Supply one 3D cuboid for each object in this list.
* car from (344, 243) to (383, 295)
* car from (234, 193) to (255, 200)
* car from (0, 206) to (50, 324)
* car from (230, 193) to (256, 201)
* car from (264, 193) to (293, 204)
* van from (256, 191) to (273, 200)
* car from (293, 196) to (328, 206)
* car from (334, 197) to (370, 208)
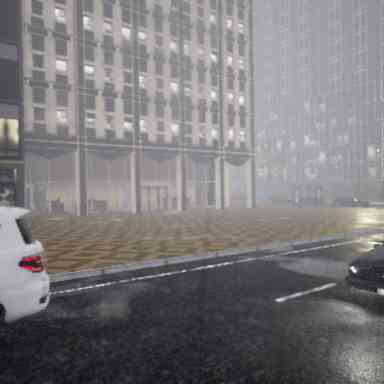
[{"bbox_3d":[5.839,1.515,7.870,5.357,1.411,2.033,0,0,-36],"label":"car"},{"bbox_3d":[11.030,0.886,70.148,1.802,1.307,4.206,-1,1,-34],"label":"car"},{"bbox_3d":[-4.823,1.232,4.233,5.566,2.045,2.150,0,0,-36],"label":"car"},{"bbox_3d":[9.154,1.063,62.758,1.895,1.301,4.718,-1,1,-34],"label":"car"},{"bbox_3d":[13.719,1.186,51.320,1.947,1.339,4.313,-1,1,-34],"label":"car"},{"bbox_3d":[14.243,0.696,65.457,1.690,1.788,3.998,-1,1,-34],"label":"van"},{"bbox_3d":[16.886,1.253,46.601,1.802,1.307,4.206,-1,1,-34],"label":"car"},{"bbox_3d":[20.087,1.287,41.902,1.947,1.339,4.313,-1,1,-34],"label":"car"}]
